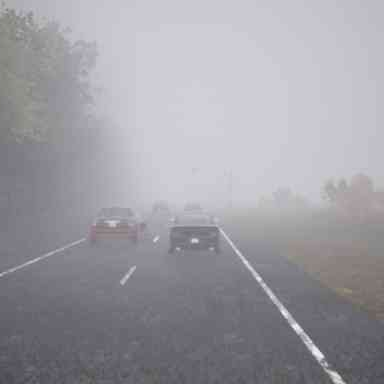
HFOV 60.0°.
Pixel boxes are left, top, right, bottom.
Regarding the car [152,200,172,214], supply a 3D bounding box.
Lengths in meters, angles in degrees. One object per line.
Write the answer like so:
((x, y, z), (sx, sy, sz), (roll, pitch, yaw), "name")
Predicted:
((-3.400, 1.625, 37.302), (1.837, 1.490, 4.892), (0, 0, 0), "car")

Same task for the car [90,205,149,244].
((-3.397, 1.409, 16.305), (2.097, 1.767, 4.553), (0, 0, 0), "car")

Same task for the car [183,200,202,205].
((0.099, 1.610, 36.677), (2.128, 1.511, 4.902), (0, 0, 0), "car")

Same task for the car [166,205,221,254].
((0.099, 1.525, 13.846), (1.882, 1.535, 5.008), (0, 0, 0), "car")
